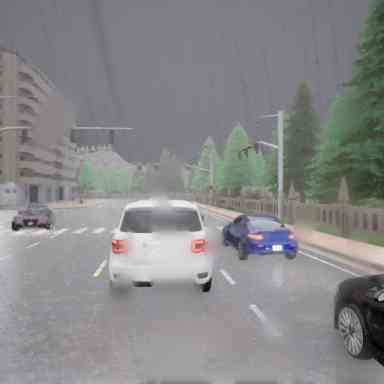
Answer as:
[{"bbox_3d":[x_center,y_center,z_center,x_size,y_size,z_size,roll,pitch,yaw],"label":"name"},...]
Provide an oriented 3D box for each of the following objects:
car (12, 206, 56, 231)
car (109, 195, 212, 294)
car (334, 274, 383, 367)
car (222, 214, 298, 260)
[{"bbox_3d":[-9.561,1.562,20.466,1.994,1.385,4.181,0,0,-17],"label":"car"},{"bbox_3d":[-0.798,1.221,8.969,2.150,2.045,5.566,0,0,-5],"label":"car"},{"bbox_3d":[3.123,1.492,3.100,2.128,1.511,4.902,0,0,-3],"label":"car"},{"bbox_3d":[2.348,1.526,12.328,1.812,1.442,4.674,0,0,-6],"label":"car"}]
